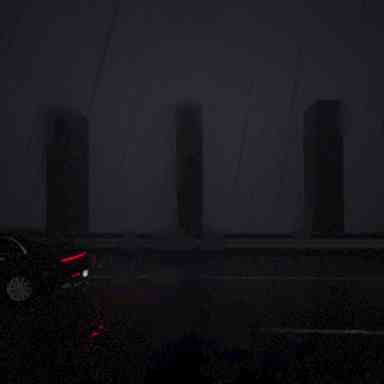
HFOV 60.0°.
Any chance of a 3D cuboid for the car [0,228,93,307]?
[{"bbox_3d":[-4.839,1.620,7.772,4.892,1.490,1.837,0,-1,4],"label":"car"}]
